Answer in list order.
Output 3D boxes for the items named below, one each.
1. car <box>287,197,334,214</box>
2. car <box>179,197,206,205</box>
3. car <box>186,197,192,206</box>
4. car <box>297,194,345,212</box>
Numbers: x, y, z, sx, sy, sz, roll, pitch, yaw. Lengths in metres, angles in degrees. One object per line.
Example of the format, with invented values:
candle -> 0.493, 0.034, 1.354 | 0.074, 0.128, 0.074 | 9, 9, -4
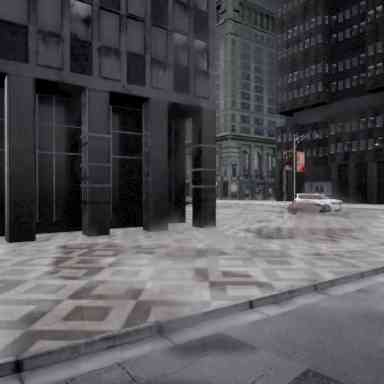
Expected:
car -> 11.991, 1.553, 34.554 | 1.994, 1.385, 4.181 | 0, 0, -34
car -> -0.013, 1.533, 58.110 | 2.033, 1.411, 5.357 | 0, 0, -34
car -> -2.364, 1.539, 55.778 | 2.033, 1.411, 5.357 | 0, 0, -34
car -> 14.110, 1.204, 37.212 | 2.150, 2.045, 5.566 | 0, 0, -34
